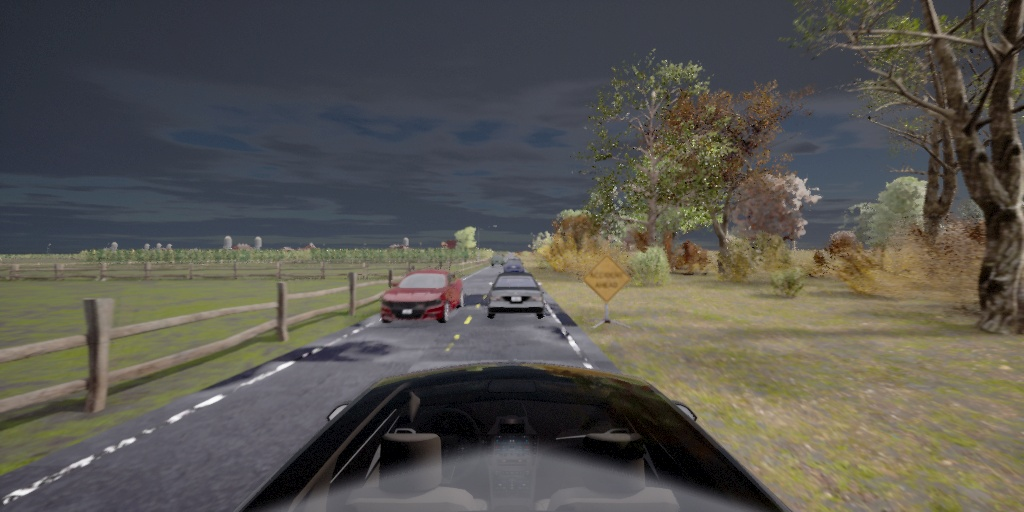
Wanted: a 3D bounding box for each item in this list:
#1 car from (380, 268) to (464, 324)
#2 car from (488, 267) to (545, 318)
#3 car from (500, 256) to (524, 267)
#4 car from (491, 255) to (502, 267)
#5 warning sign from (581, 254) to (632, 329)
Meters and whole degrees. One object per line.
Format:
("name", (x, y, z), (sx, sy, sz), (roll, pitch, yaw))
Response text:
("car", (-2.826, 1.221, 12.195), (1.882, 1.535, 5.008), (0, 0, 0))
("car", (0.116, 1.294, 12.957), (2.033, 1.411, 5.357), (0, 0, 0))
("car", (0.172, 1.069, 37.199), (2.097, 1.767, 4.553), (0, 0, 0))
("car", (-2.612, 0.886, 64.937), (2.150, 2.045, 5.566), (0, 0, 1))
("warning sign", (2.463, 0.867, 9.352), (1.300, 1.860, 1.060), (0, 0, 0))
